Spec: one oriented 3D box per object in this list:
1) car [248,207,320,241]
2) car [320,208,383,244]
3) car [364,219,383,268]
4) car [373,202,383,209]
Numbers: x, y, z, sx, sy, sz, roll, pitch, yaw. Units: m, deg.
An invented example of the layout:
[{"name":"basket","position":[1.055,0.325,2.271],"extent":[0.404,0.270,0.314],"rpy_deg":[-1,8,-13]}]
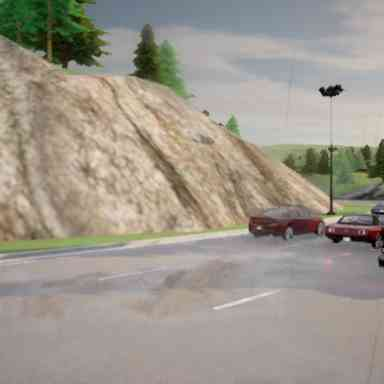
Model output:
[{"name":"car","position":[4.951,1.515,17.087],"extent":[5.008,1.535,1.882],"rpy_deg":[0,0,-42]},{"name":"car","position":[7.943,1.632,15.053],"extent":[4.718,1.301,1.895],"rpy_deg":[0,0,-43]},{"name":"car","position":[7.301,1.566,9.760],"extent":[5.357,1.411,2.033],"rpy_deg":[0,0,-41]},{"name":"car","position":[17.972,1.625,30.715],"extent":[1.994,1.385,4.181],"rpy_deg":[0,0,41]}]
